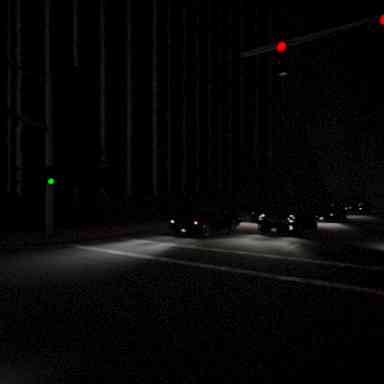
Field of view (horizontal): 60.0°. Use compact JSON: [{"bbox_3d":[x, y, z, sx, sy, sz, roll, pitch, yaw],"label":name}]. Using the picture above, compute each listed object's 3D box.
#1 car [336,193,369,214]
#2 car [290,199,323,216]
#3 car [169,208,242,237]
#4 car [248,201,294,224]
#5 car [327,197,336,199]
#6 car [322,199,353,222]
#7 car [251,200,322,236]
[{"bbox_3d":[17.035,1.173,34.733,2.150,2.045,5.566,0,0,36],"label":"car"},{"bbox_3d":[11.436,1.484,32.933,1.812,1.442,4.674,0,0,36],"label":"car"},{"bbox_3d":[0.839,1.572,18.175,1.895,1.301,4.718,0,0,36],"label":"car"},{"bbox_3d":[6.184,1.490,25.603,1.812,1.442,4.674,0,0,36],"label":"car"},{"bbox_3d":[17.446,1.455,41.271,1.837,1.490,4.892,0,0,36],"label":"car"},{"bbox_3d":[10.855,1.507,26.130,2.033,1.411,5.357,0,0,35],"label":"car"},{"bbox_3d":[5.387,1.318,18.512,2.097,1.767,4.553,0,0,36],"label":"car"}]
